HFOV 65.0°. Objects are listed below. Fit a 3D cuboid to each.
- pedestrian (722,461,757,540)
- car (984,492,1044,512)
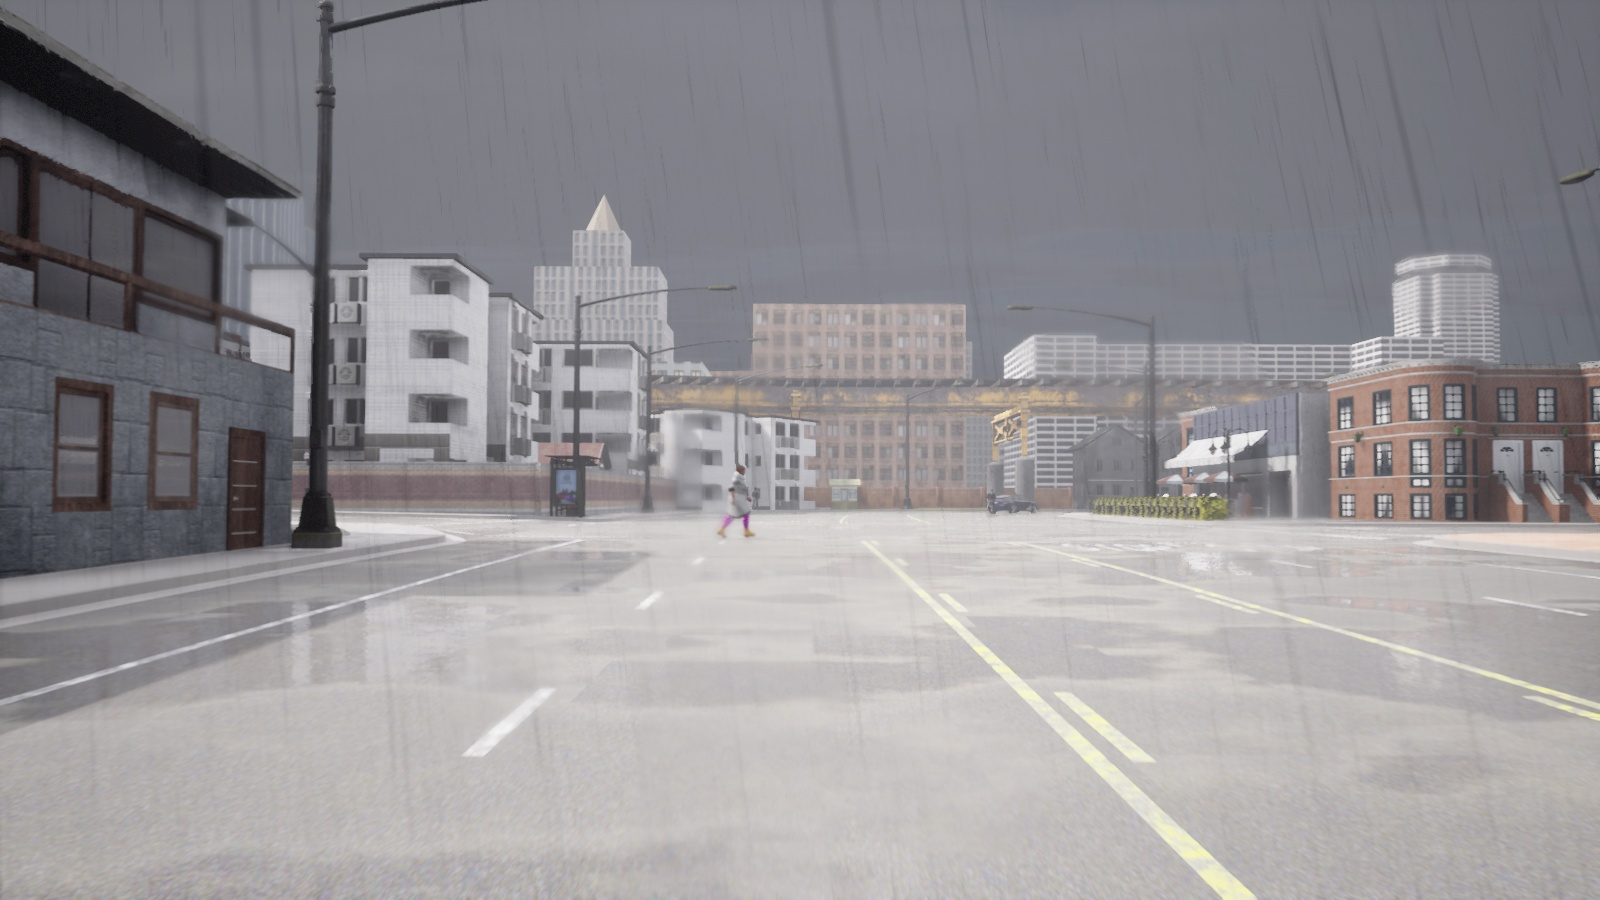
[{"bbox_3d":[-1.521,1.254,31.454,0.873,1.952,0.659,0,-2,-4],"label":"pedestrian"},{"bbox_3d":[16.262,3.938,95.305,2.163,1.488,4.792,-2,-3,43],"label":"car"}]
